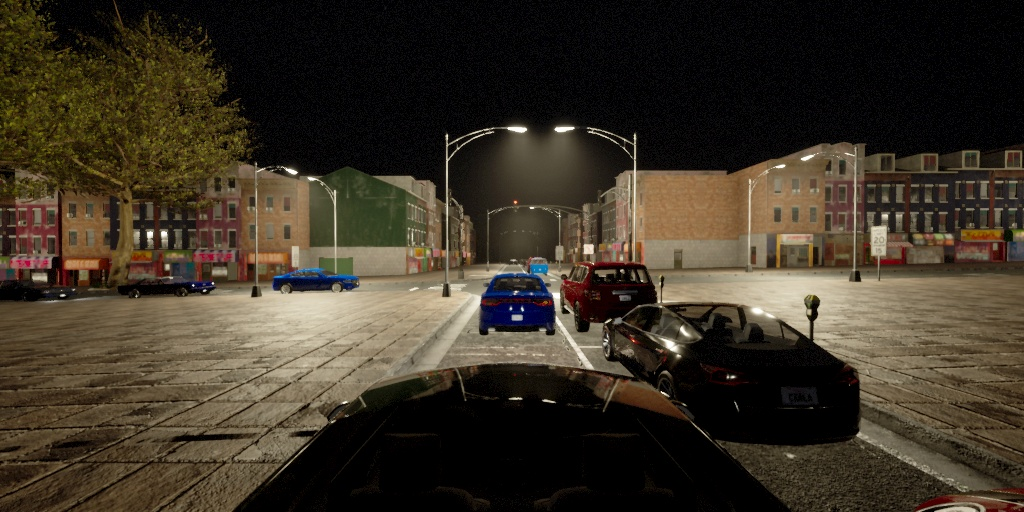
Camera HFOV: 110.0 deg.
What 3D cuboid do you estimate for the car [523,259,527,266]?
[{"bbox_3d":[2.793,1.085,42.524,2.192,1.841,5.009,0,0,0],"label":"car"}]

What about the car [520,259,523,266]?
[{"bbox_3d":[2.877,1.359,64.150,2.007,1.370,4.403,0,0,0],"label":"car"}]

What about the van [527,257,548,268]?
[{"bbox_3d":[2.772,1.105,37.119,1.690,1.789,3.998,0,0,0],"label":"van"}]

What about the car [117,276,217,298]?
[{"bbox_3d":[-21.565,1.940,22.579,4.718,1.301,1.895,-2,1,0],"label":"car"}]

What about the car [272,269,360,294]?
[{"bbox_3d":[-12.234,1.542,22.547,5.008,1.535,1.882,-2,1,-1],"label":"car"}]

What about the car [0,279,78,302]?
[{"bbox_3d":[-30.964,2.181,22.613,5.357,1.411,2.033,-2,1,1],"label":"car"}]

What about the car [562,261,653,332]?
[{"bbox_3d":[2.669,1.064,10.758,2.192,1.841,5.009,0,0,0],"label":"car"}]

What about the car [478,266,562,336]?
[{"bbox_3d":[0.147,1.227,10.482,1.882,1.535,5.008,0,0,1],"label":"car"}]

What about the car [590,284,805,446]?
[{"bbox_3d":[2.648,1.315,5.356,1.948,1.339,4.313,0,0,0],"label":"car"}]
